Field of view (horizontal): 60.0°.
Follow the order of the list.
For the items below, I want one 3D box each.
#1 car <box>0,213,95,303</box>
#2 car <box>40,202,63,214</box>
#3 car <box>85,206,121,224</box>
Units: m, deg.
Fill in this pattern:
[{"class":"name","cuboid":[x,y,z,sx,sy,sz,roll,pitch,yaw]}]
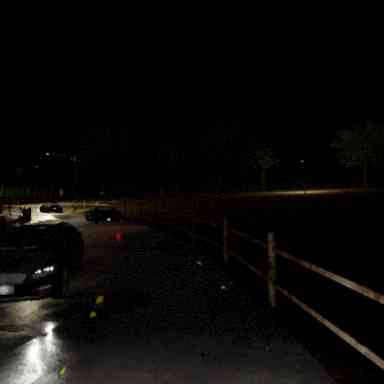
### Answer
[{"class":"car","cuboid":[-3.888,1.534,8.453,2.128,1.511,4.902,-1,0,-11]},{"class":"car","cuboid":[-17.248,1.934,40.643,1.994,1.385,4.181,-1,0,-35]},{"class":"car","cuboid":[-7.065,1.730,26.050,1.895,1.301,4.718,-1,0,-28]}]
